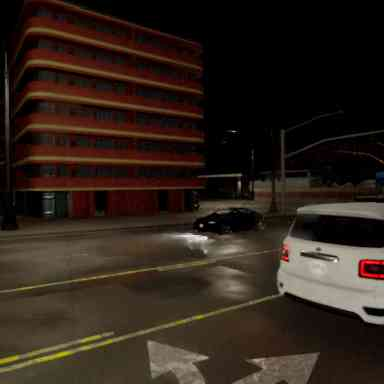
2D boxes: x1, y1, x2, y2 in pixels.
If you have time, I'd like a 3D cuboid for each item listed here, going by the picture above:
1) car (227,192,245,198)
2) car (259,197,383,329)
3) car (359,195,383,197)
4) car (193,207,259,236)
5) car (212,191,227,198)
[{"bbox_3d":[11.663,0.806,85.240,3.806,1.475,1.970,-1,1,-35],"label":"car"},{"bbox_3d":[4.125,1.219,6.664,5.566,2.045,2.150,0,0,-35],"label":"car"},{"bbox_3d":[11.039,1.214,20.274,5.566,2.045,2.150,0,0,-35],"label":"car"},{"bbox_3d":[2.116,1.543,18.321,4.181,1.385,1.994,0,0,-35],"label":"car"},{"bbox_3d":[7.699,0.660,89.469,4.611,1.667,2.242,-1,1,-35],"label":"car"}]
